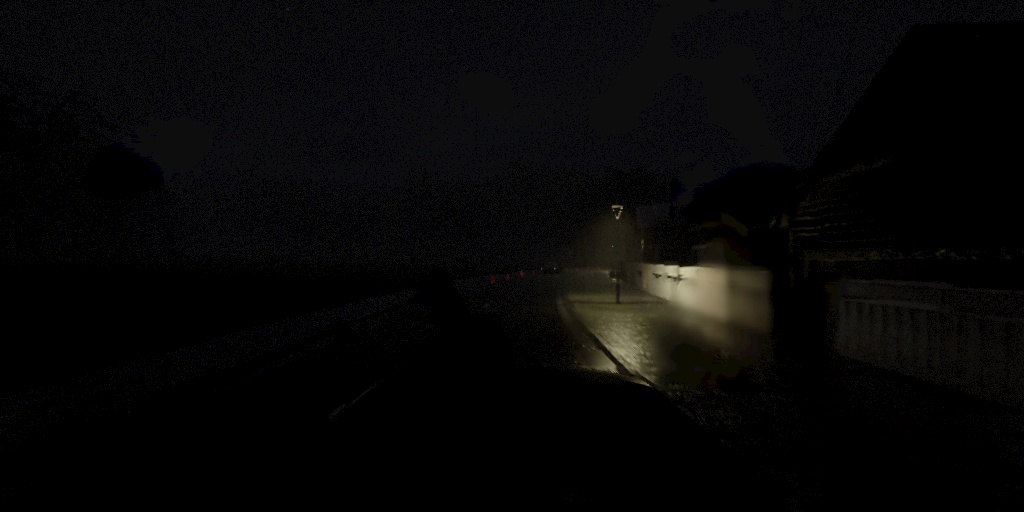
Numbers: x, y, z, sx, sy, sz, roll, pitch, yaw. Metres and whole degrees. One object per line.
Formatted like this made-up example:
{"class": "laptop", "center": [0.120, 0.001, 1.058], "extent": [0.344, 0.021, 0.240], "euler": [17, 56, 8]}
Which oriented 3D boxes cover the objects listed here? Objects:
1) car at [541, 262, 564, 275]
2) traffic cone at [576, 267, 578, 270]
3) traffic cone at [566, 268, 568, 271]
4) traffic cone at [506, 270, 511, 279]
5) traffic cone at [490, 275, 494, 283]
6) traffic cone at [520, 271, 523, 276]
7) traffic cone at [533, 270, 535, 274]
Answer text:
{"class": "car", "center": [4.842, 1.409, 42.693], "extent": [1.882, 1.535, 5.008], "euler": [-1, -1, 20]}
{"class": "traffic cone", "center": [11.185, 2.052, 61.371], "extent": [0.340, 0.580, 0.340], "euler": [0, 0, 30]}
{"class": "traffic cone", "center": [8.723, 2.018, 56.890], "extent": [0.340, 0.580, 0.340], "euler": [0, 0, 27]}
{"class": "traffic cone", "center": [-0.383, 1.815, 33.060], "extent": [0.340, 0.580, 0.340], "euler": [0, 0, 14]}
{"class": "traffic cone", "center": [-1.520, 1.777, 28.078], "extent": [0.340, 0.580, 0.340], "euler": [0, 0, 16]}
{"class": "traffic cone", "center": [0.998, 1.858, 37.983], "extent": [0.340, 0.580, 0.340], "euler": [0, 0, 17]}
{"class": "traffic cone", "center": [2.602, 1.901, 42.837], "extent": [0.340, 0.580, 0.340], "euler": [0, 0, 20]}
